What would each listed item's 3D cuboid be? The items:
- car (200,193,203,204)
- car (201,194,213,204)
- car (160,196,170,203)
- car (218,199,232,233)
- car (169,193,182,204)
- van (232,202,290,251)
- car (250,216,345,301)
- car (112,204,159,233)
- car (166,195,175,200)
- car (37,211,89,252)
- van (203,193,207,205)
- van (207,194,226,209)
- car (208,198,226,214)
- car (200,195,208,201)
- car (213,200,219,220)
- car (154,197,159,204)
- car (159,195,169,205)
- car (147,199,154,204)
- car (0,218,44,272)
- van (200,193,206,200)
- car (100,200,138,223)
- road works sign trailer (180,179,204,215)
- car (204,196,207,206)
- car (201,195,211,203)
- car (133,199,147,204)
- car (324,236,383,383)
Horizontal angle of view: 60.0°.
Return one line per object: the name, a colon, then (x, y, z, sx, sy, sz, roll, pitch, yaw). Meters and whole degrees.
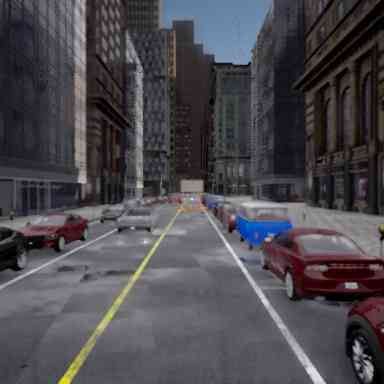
car: (2.859, 1.289, 53.387, 2.192, 1.841, 5.009, 0, 0, 0)
car: (2.861, 1.280, 64.685, 2.192, 1.841, 5.009, 0, 0, 0)
car: (-5.662, 1.540, 70.333, 1.802, 1.307, 4.206, 0, 0, 0)
car: (2.855, 1.429, 19.496, 1.967, 1.590, 4.097, 0, 0, 0)
car: (-3.025, 1.190, 60.720, 2.150, 2.045, 5.566, 0, 0, 1)
van: (2.853, 1.333, 13.847, 1.690, 1.788, 3.998, 0, 0, 0)
car: (2.854, 1.540, 8.199, 1.887, 1.381, 4.507, 0, 0, 0)
car: (-3.097, 1.590, 19.618, 1.895, 1.301, 4.718, 0, 0, 0)
car: (-5.660, 1.496, 87.281, 1.947, 1.339, 4.313, 0, 0, 0)
car: (-5.670, 1.537, 13.844, 1.887, 1.381, 4.507, 0, 0, 0)
van: (2.858, 1.317, 47.738, 1.690, 1.788, 3.998, 0, 0, 0)
van: (2.856, 1.322, 36.442, 1.690, 1.788, 3.998, 0, 0, 0)
car: (2.857, 1.550, 30.793, 1.947, 1.339, 4.313, 0, 0, 0)
car: (2.865, 1.523, 81.632, 1.802, 1.307, 4.206, 0, 0, 0)
car: (2.856, 1.531, 25.145, 1.887, 1.381, 4.507, 0, 0, 0)
car: (-5.667, 1.561, 42.088, 1.802, 1.307, 4.206, 0, 0, 0)
car: (-5.664, 1.515, 59.035, 1.887, 1.381, 4.507, 0, 0, 0)
car: (-5.668, 1.532, 36.440, 2.008, 1.369, 4.403, 0, 0, 0)
car: (-5.671, 1.562, 8.195, 1.947, 1.339, 4.313, 0, 0, 0)
van: (2.865, 1.271, 87.280, 1.690, 1.788, 3.998, 0, 0, 0)
car: (-5.669, 1.538, 25.142, 2.008, 1.369, 4.403, 0, 0, 0)
road works sign trailer: (0.007, 0.447, 33.684, 2.380, 3.560, 2.880, 0, 0, 0)
car: (2.858, 1.523, 42.090, 1.887, 1.381, 4.507, 0, 0, 0)
car: (2.862, 1.398, 70.334, 1.967, 1.590, 4.097, 0, 0, 0)
car: (-5.669, 1.424, 30.791, 1.967, 1.590, 4.097, 0, 0, 0)
car: (2.852, 1.438, 2.550, 1.967, 1.590, 4.097, 0, 0, 0)
